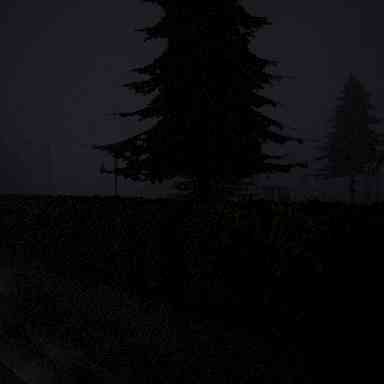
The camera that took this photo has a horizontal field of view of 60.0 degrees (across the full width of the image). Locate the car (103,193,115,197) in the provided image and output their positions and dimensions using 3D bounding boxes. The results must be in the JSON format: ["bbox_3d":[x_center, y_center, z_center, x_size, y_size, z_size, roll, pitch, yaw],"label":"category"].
[{"bbox_3d":[-15.887,1.097,70.708,4.605,1.855,1.932,0,0,-45],"label":"car"}]

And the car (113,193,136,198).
[{"bbox_3d":[-10.326,1.384,54.287,3.806,1.475,1.970,0,0,-45],"label":"car"}]

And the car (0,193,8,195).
[{"bbox_3d":[-23.730,1.330,41.297,5.027,1.636,2.152,0,0,-45],"label":"car"}]

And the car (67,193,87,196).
[{"bbox_3d":[-27.195,1.154,81.607,5.027,1.636,2.152,0,0,-45],"label":"car"}]

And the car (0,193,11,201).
[{"bbox_3d":[-41.785,1.097,71.648,4.605,1.855,1.932,0,0,-45],"label":"car"}]

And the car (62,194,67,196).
[{"bbox_3d":[-31.928,1.232,85.953,3.806,1.475,1.970,0,0,-45],"label":"car"}]
